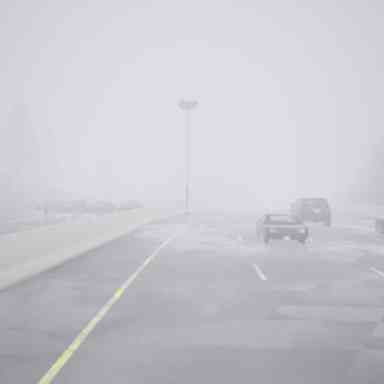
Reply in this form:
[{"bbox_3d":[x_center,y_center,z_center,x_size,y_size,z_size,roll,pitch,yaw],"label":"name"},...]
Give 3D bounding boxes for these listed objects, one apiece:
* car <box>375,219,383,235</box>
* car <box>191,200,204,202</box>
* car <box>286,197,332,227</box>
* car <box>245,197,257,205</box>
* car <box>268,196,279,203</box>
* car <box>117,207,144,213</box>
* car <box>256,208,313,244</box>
[{"bbox_3d":[11.381,1.785,17.229,1.895,1.301,4.718,0,0,5],"label":"car"},{"bbox_3d":[1.187,1.991,78.157,1.895,1.301,4.718,0,0,21],"label":"car"},{"bbox_3d":[8.755,1.429,24.913,2.150,2.045,5.566,0,0,8],"label":"car"},{"bbox_3d":[13.104,1.862,73.562,2.097,1.767,4.553,0,0,22],"label":"car"},{"bbox_3d":[22.345,1.965,90.589,2.097,1.767,4.553,0,0,28],"label":"car"},{"bbox_3d":[-6.980,1.684,38.098,1.812,1.442,4.674,0,0,11],"label":"car"},{"bbox_3d":[4.301,1.727,16.598,1.895,1.301,4.718,0,0,5],"label":"car"}]
